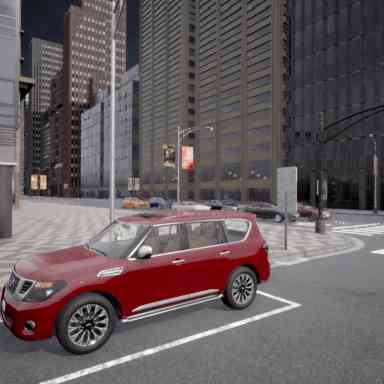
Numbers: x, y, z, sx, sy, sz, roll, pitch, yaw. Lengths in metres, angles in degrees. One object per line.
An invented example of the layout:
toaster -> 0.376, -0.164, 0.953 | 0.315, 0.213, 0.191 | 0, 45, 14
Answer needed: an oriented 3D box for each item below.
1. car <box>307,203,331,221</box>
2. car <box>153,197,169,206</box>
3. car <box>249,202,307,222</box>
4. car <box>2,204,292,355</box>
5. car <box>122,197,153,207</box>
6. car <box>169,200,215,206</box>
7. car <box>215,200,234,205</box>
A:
car -> 9.127, 1.574, 27.535 | 1.812, 1.442, 4.674 | 1, -1, -36
car -> -4.330, 1.494, 46.243 | 2.097, 1.767, 4.553 | 1, -1, -35
car -> 6.179, 1.531, 26.067 | 1.837, 1.490, 4.892 | 1, -1, -36
car -> -0.672, 1.315, 6.290 | 5.009, 1.841, 2.192 | 0, 0, -36
car -> -7.756, 1.471, 45.445 | 2.097, 1.767, 4.553 | 1, -1, -35
car -> -0.050, 1.667, 34.717 | 1.895, 1.301, 4.718 | 1, -1, -36
car -> 3.027, 1.579, 36.003 | 2.128, 1.511, 4.902 | 1, 0, -36
